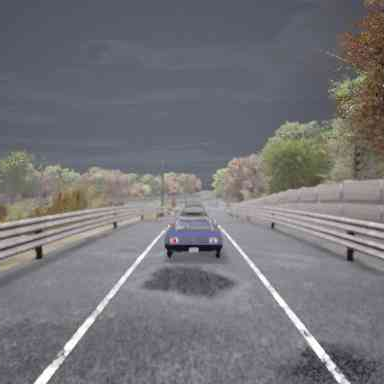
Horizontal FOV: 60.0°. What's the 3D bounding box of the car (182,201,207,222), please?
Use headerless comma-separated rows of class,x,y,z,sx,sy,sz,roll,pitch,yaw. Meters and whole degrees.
car,0.262,1.709,29.727,2.097,1.767,4.553,0,-2,2

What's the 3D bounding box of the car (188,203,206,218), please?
car,0.731,2.314,42.114,2.097,1.767,4.553,0,-3,3

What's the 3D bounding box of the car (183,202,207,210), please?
car,0.138,1.610,21.940,1.837,1.490,4.892,0,-1,1

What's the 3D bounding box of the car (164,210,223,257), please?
car,0.073,1.552,12.593,1.895,1.301,4.718,0,0,1
